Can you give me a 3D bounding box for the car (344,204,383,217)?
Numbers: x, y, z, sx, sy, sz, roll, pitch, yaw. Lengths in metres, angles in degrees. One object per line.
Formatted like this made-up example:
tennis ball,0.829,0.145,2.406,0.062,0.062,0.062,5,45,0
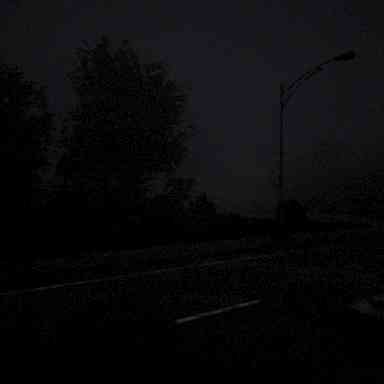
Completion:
car,21.375,2.215,40.413,2.033,1.411,5.357,1,-2,-32
